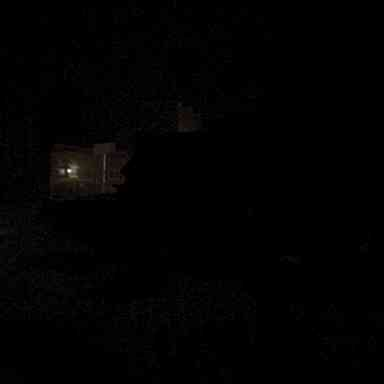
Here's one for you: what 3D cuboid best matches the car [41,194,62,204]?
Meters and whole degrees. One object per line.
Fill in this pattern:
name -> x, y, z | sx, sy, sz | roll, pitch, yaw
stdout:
car -> -21.096, 1.050, 50.560 | 1.812, 1.442, 4.674 | 2, 1, 5

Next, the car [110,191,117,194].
car -> -16.258, 0.394, 73.003 | 2.033, 1.411, 5.357 | 2, 2, 22

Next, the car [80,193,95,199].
car -> -19.187, 0.808, 63.338 | 1.895, 1.301, 4.718 | 2, 2, 16
